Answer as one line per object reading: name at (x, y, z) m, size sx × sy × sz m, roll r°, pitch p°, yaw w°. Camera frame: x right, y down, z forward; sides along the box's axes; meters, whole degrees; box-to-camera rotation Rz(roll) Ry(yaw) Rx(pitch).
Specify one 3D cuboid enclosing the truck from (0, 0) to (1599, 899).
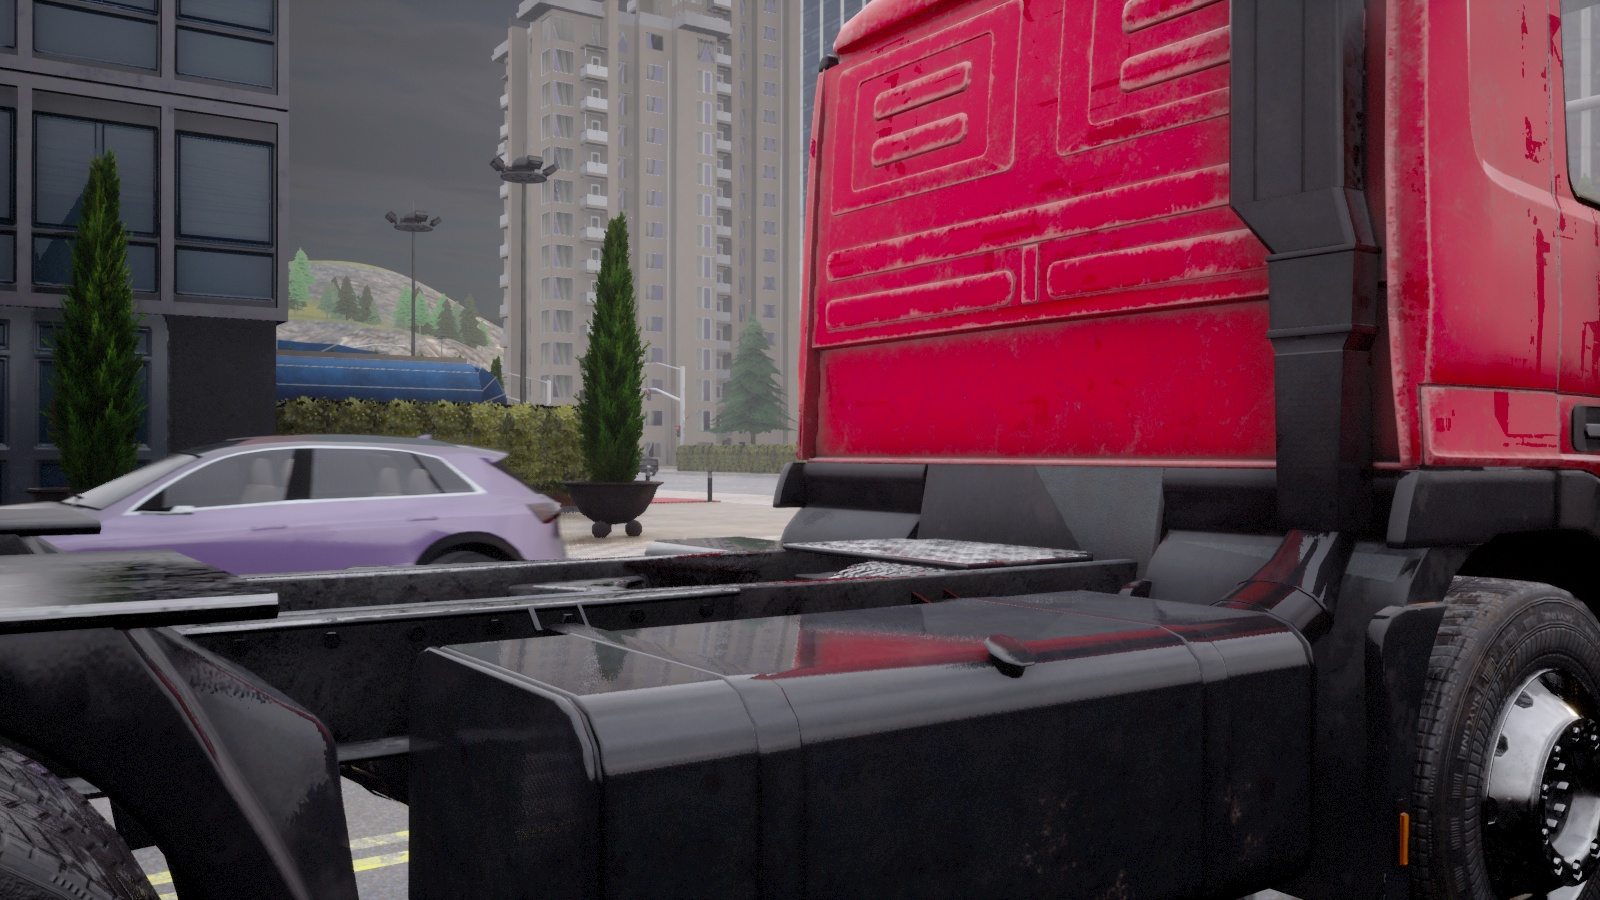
truck at (-0.663, -0.228, 3.201) m, size 7.936 × 3.462 × 2.891 m, roll 0°, pitch 0°, yaw -35°

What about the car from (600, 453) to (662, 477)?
car at (-10.939, 0.944, 81.072) m, size 1.882 × 1.535 × 5.008 m, roll 0°, pitch 0°, yaw -35°

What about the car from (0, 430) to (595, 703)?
car at (-4.179, 0.706, 9.278) m, size 4.856 × 1.649 × 2.033 m, roll 0°, pitch 0°, yaw -35°
